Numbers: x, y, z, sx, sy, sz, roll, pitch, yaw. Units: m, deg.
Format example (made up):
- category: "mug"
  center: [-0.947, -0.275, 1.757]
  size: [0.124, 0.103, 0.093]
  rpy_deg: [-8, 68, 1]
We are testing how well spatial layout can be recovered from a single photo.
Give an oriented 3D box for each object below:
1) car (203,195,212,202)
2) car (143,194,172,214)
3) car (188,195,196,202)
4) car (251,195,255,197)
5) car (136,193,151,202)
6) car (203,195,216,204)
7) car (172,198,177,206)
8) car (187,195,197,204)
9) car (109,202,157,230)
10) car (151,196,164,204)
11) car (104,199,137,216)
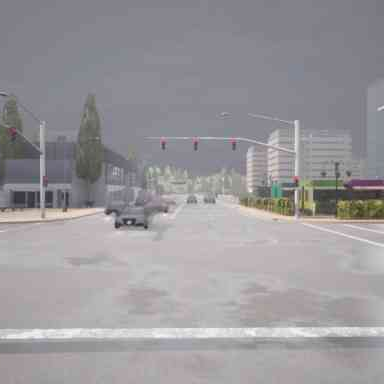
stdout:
- category: "car"
  center: [3.482, 1.397, 73.981]
  size: [1.812, 1.442, 4.674]
  rpy_deg: [0, 0, 0]
- category: "car"
  center: [-3.609, 1.352, 35.828]
  size: [2.097, 1.767, 4.553]
  rpy_deg: [0, 0, 0]
- category: "car"
  center: [-0.018, 1.372, 73.979]
  size: [1.837, 1.490, 4.892]
  rpy_deg: [0, 0, 0]
- category: "car"
  center: [17.748, 1.153, 86.877]
  size: [4.605, 1.855, 1.932]
  rpy_deg: [0, 0, -2]
- category: "car"
  center: [-7.109, 1.220, 50.409]
  size: [2.150, 2.045, 5.566]
  rpy_deg: [0, 0, 0]
- category: "car"
  center: [3.484, 1.491, 63.706]
  size: [2.128, 1.511, 4.902]
  rpy_deg: [0, 0, 0]
- category: "car"
  center: [-3.601, 1.600, 55.568]
  size: [1.895, 1.301, 4.718]
  rpy_deg: [0, 0, 0]
- category: "car"
  center: [-0.016, 1.491, 63.705]
  size: [2.128, 1.511, 4.902]
  rpy_deg: [0, 0, 0]
- category: "car"
  center: [-3.605, 1.564, 21.159]
  size: [1.994, 1.385, 4.181]
  rpy_deg: [0, 0, 0]
- category: "car"
  center: [-7.017, 1.528, 68.291]
  size: [2.128, 1.511, 4.902]
  rpy_deg: [0, 0, 0]
- category: "car"
  center: [-7.110, 1.547, 32.790]
  size: [2.033, 1.411, 5.357]
  rpy_deg: [0, 0, 0]
